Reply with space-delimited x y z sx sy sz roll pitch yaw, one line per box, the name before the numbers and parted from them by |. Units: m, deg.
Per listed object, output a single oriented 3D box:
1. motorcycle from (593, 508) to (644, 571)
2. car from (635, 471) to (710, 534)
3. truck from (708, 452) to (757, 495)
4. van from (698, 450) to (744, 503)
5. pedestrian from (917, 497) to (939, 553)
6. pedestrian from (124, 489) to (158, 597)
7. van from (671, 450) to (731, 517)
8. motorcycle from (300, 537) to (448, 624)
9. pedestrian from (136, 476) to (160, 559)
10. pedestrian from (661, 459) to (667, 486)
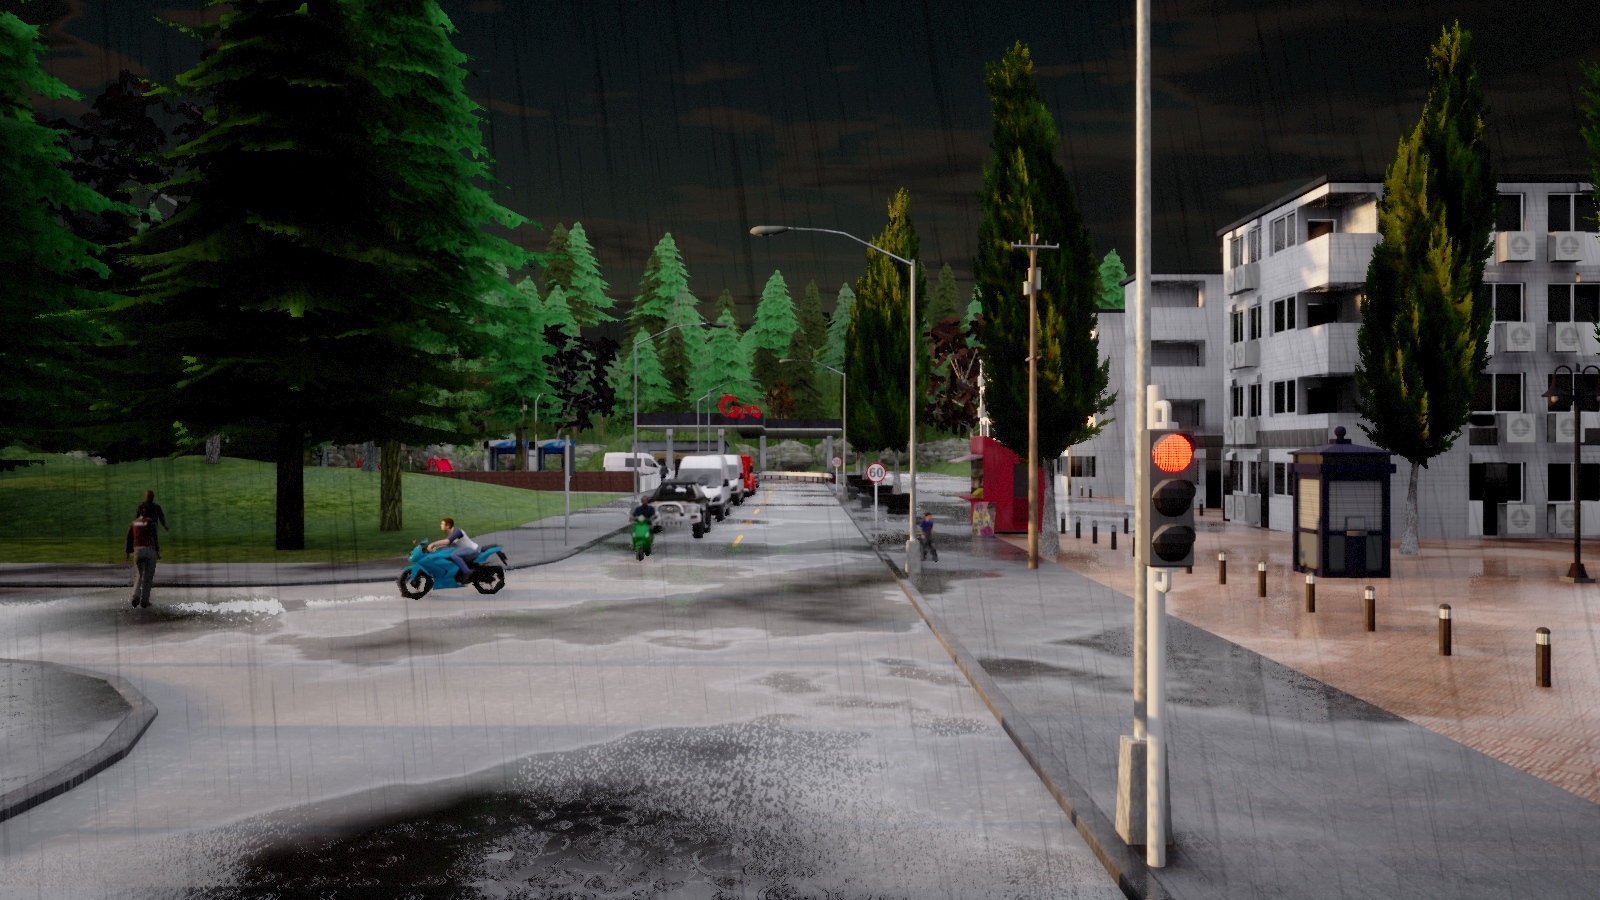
motorcycle | -3.993 1.958 25.294 0.856 1.236 1.805 0 0 0
car | -4.062 1.639 37.113 1.932 1.855 4.605 0 -1 0
truck | -3.993 1.336 68.294 2.627 2.467 5.204 0 0 0
van | -3.999 1.304 58.759 1.988 2.561 5.915 0 0 0
pedestrian | 3.080 1.800 27.433 0.375 1.300 0.375 0 0 -29
pedestrian | -11.544 1.625 20.011 0.375 1.860 0.375 0 0 1
van | -4.011 1.306 47.237 1.988 2.561 5.915 0 0 0
motorcycle | -6.594 1.990 17.707 2.033 1.145 0.803 0 0 -30
pedestrian | -14.757 1.520 25.854 0.375 1.860 0.375 0 0 42
pedestrian | -9.286 1.512 77.947 0.375 1.860 0.375 0 0 0
